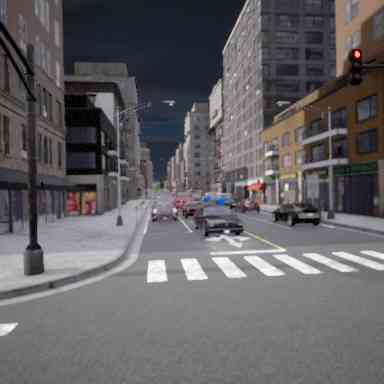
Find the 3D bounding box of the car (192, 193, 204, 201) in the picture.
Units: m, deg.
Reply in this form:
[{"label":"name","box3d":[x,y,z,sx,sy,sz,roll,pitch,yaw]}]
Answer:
[{"label":"car","box3d":[1.216,1.095,70.170,1.967,1.590,4.097,-1,0,-6]}]

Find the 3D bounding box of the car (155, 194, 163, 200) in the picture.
[{"label":"car","box3d":[-9.090,1.343,91.243,1.887,1.381,4.507,-1,0,-6]}]

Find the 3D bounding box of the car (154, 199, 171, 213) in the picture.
[{"label":"car","box3d":[-3.263,1.468,36.443,1.802,1.307,4.206,-1,0,-6]}]

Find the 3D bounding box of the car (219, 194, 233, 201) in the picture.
[{"label":"car","box3d":[4.714,1.275,37.291,1.947,1.339,4.313,-1,0,-6]}]

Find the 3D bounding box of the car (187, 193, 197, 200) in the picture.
[{"label":"car","box3d":[0.051,1.079,81.130,1.967,1.590,4.097,-1,0,-6]}]

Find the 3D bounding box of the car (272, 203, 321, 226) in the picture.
[{"label":"car","box3d":[6.463,1.317,20.851,1.947,1.339,4.313,-1,0,-6]}]

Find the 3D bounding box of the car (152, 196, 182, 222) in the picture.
[{"label":"car","box3d":[-2.101,1.353,25.482,1.967,1.590,4.097,-1,0,-6]}]

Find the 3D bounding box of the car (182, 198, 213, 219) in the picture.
[{"label":"car","box3d":[0.198,1.452,27.881,1.895,1.301,4.718,-1,0,-6]}]

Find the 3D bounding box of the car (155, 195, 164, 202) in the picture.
[{"label":"car","box3d":[-7.342,1.368,74.802,1.887,1.381,4.507,-1,0,-6]}]

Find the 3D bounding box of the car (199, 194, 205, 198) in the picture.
[{"label":"car","box3d":[0.642,1.338,51.642,1.895,1.301,4.718,-1,0,-6]}]

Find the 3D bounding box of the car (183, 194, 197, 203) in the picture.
[{"label":"car","box3d":[-0.431,1.214,61.686,2.128,1.511,4.902,-1,0,-6]}]

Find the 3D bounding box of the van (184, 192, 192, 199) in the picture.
[{"label":"van","box3d":[-1.116,0.963,92.089,1.690,1.788,3.998,-1,0,-6]}]

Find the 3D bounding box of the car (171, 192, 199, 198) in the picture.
[{"label":"car","box3d":[-0.899,1.048,38.375,2.150,2.045,5.566,-1,0,-6]}]

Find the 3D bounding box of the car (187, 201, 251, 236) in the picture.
[{"label":"car","box3d":[1.242,1.426,17.894,2.033,1.411,5.357,-1,0,-8]}]

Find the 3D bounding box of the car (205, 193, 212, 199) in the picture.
[{"label":"car","box3d":[3.549,1.238,48.250,2.008,1.369,4.403,-1,0,-6]}]

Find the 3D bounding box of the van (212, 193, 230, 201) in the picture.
[{"label":"van","box3d":[4.127,1.039,42.769,1.690,1.788,3.998,-1,0,-6]}]

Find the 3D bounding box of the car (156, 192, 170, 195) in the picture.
[{"label":"car","box3d":[-5.015,1.296,52.882,1.967,1.590,4.097,-1,0,-6]}]

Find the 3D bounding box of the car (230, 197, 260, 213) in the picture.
[{"label":"car","box3d":[5.298,1.304,31.812,1.802,1.307,4.206,-1,0,-6]}]

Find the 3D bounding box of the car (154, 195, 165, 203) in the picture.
[{"label":"car","box3d":[-6.177,1.390,63.842,2.008,1.369,4.403,-1,0,-6]}]
